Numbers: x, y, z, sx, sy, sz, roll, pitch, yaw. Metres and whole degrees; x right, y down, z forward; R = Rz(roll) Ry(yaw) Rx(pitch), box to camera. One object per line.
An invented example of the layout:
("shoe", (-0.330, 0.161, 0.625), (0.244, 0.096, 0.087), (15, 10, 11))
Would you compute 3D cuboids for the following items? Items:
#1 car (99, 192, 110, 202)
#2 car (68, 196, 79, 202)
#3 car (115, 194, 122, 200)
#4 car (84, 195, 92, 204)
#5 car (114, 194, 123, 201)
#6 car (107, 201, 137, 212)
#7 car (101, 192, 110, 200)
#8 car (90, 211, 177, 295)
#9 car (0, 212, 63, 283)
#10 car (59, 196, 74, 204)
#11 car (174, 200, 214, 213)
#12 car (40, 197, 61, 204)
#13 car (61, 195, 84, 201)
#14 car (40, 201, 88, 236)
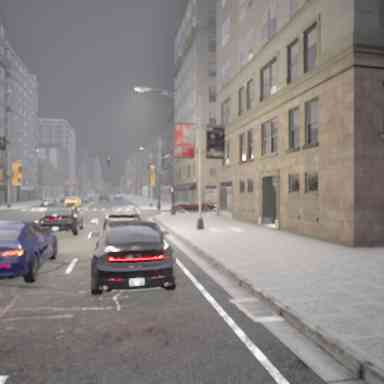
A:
("car", (-20.562, 1.170, 77.716), (2.150, 2.045, 5.566), (0, 0, -13))
("car", (-26.446, 1.542, 74.258), (1.895, 1.301, 4.718), (0, 0, -13))
("car", (-19.677, 1.308, 88.566), (1.837, 1.490, 4.892), (0, 0, -13))
("car", (-20.229, 1.313, 61.291), (2.097, 1.767, 4.553), (0, 0, -12))
("car", (-17.385, 1.423, 78.402), (1.882, 1.535, 5.008), (0, 0, -13))
("car", (-3.747, 1.479, 17.901), (2.128, 1.511, 4.902), (0, 0, -13))
("car", (-22.854, 1.033, 87.881), (2.150, 2.045, 5.566), (0, 0, -13))
("car", (-1.601, 1.498, 8.826), (1.837, 1.490, 4.892), (0, 0, -13))
("car", (-5.037, 1.518, 9.311), (1.812, 1.442, 4.674), (0, 0, -13))
("car", (-24.180, 1.507, 64.181), (2.033, 1.411, 5.357), (0, 0, -13))
("car", (0.023, 1.618, 37.597), (4.718, 1.301, 1.895), (0, 0, -12))
("car", (-20.696, 1.462, 48.115), (2.128, 1.511, 4.902), (0, 0, -16))
("car", (-17.503, 1.449, 48.963), (1.882, 1.535, 5.008), (0, 0, -13))
("car", (-7.049, 1.491, 18.235), (1.837, 1.490, 4.892), (0, 0, -13))
